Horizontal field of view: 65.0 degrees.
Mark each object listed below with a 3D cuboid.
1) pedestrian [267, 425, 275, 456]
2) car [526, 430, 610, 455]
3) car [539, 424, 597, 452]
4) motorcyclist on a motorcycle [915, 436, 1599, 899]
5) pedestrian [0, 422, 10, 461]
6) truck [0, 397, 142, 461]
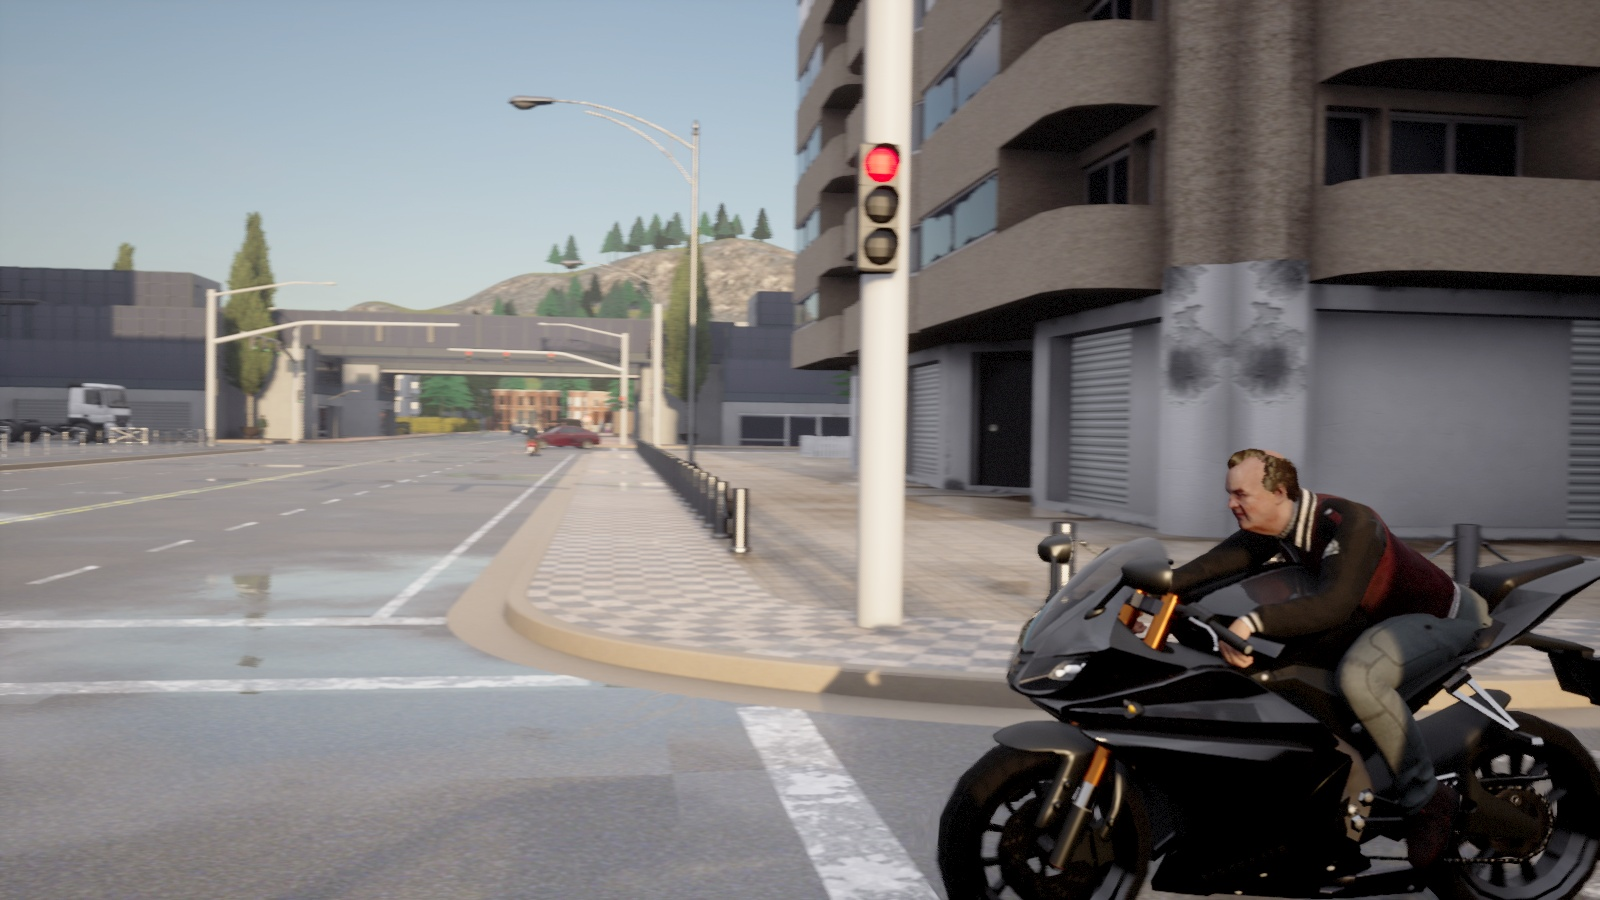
[{"bbox_3d":[-31.914,-0.588,75.791,0.353,1.847,0.614,-1,1,-15],"label":"pedestrian"},{"bbox_3d":[-14.046,-0.450,76.194,4.674,1.442,1.812,-1,1,-29],"label":"car"},{"bbox_3d":[-15.592,-0.818,84.295,3.866,1.878,1.905,1,2,43],"label":"car"},{"bbox_3d":[1.542,0.740,3.909,2.191,1.530,0.866,-1,1,-9],"label":"motorcyclist on a motorcycle"},{"bbox_3d":[-39.509,-0.412,61.921,0.788,1.949,0.423,0,1,-9],"label":"pedestrian"},{"bbox_3d":[-41.485,-1.189,70.044,7.936,3.462,2.891,0,1,-7],"label":"truck"}]
